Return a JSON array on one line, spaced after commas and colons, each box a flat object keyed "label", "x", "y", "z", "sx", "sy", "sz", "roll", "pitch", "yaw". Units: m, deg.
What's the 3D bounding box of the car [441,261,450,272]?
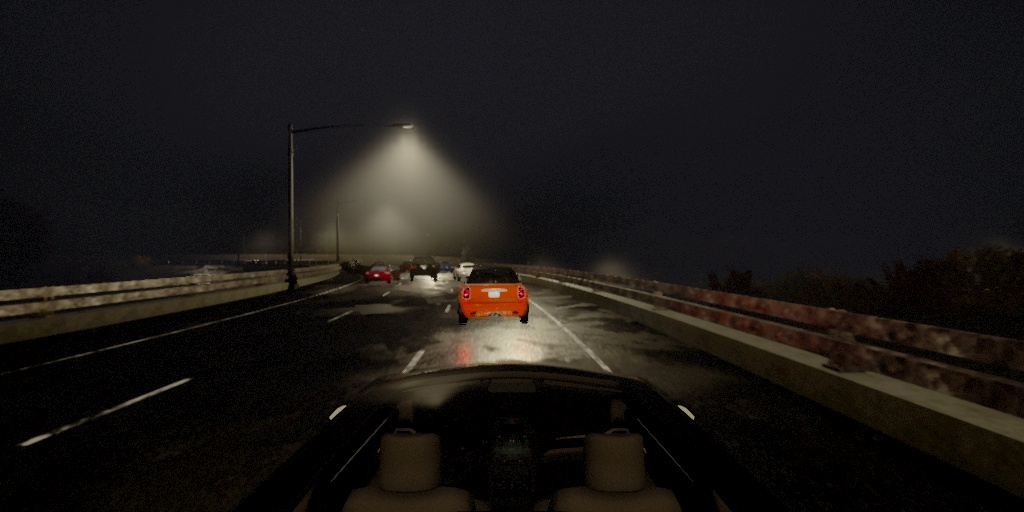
[{"label": "car", "x": -8.514, "y": 1.357, "z": 44.140, "sx": 2.033, "sy": 1.411, "sz": 5.357, "roll": 0, "pitch": 0, "yaw": -22}]

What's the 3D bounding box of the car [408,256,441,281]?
[{"label": "car", "x": -7.682, "y": 1.024, "z": 31.048, "sx": 2.150, "sy": 2.045, "sz": 5.566, "roll": 0, "pitch": 0, "yaw": -15}]

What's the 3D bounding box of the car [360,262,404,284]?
[{"label": "car", "x": -10.109, "y": 1.376, "z": 28.234, "sx": 1.994, "sy": 1.385, "sz": 4.181, "roll": 0, "pitch": 0, "yaw": -6}]

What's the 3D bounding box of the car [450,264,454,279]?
[{"label": "car", "x": -3.800, "y": 1.305, "z": 30.084, "sx": 1.812, "sy": 1.442, "sz": 4.674, "roll": 0, "pitch": 0, "yaw": -16}]

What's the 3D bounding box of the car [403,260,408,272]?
[{"label": "car", "x": -13.460, "y": 1.314, "z": 46.757, "sx": 1.882, "sy": 1.535, "sz": 5.008, "roll": 0, "pitch": 0, "yaw": -24}]

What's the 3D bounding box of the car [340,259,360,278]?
[{"label": "car", "x": -13.011, "y": 1.417, "z": 32.643, "sx": 4.902, "sy": 1.511, "sz": 2.128, "roll": 16, "pitch": -4, "yaw": -15}]

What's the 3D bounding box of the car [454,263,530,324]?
[{"label": "car", "x": -0.696, "y": 1.110, "z": 12.288, "sx": 2.097, "sy": 1.767, "sz": 4.553, "roll": 0, "pitch": 0, "yaw": -5}]
